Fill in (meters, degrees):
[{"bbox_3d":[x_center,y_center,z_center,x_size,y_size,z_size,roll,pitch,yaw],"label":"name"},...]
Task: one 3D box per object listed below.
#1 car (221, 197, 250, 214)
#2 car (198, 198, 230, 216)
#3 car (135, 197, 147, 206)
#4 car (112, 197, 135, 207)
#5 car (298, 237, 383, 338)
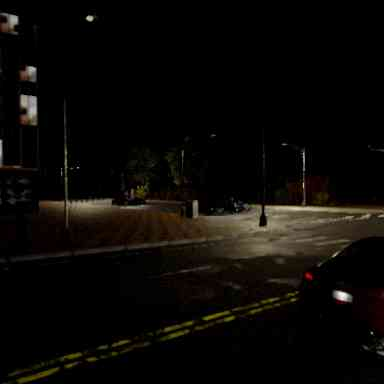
[{"bbox_3d":[4.111,1.363,35.804,2.097,1.767,4.553,-1,1,-33],"label":"car"},{"bbox_3d":[1.442,1.591,33.952,1.812,1.442,4.674,-1,1,-33],"label":"car"},{"bbox_3d":[-9.523,1.577,56.941,2.033,1.411,5.357,-1,1,-32],"label":"car"},{"bbox_3d":[-11.588,1.576,54.123,2.128,1.511,4.902,-1,0,-33],"label":"car"},{"bbox_3d":[3.924,1.553,6.233,4.181,1.385,1.994,0,0,-35],"label":"car"}]
